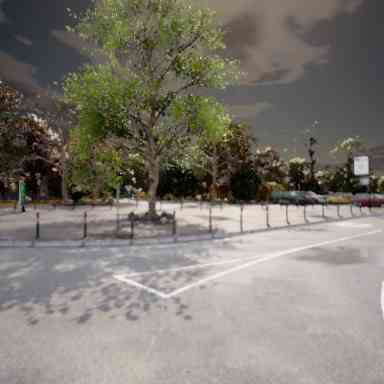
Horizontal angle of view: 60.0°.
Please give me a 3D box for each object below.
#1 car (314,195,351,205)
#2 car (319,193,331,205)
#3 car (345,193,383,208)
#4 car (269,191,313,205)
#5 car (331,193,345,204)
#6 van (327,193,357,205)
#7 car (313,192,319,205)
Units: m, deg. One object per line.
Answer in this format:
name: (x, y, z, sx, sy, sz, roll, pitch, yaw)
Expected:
car: (23.885, 1.303, 56.670, 1.946, 1.575, 5.366, 2, -1, -41)
car: (17.714, 0.888, 51.007, 2.435, 2.045, 5.566, 1, 0, -41)
car: (20.047, 0.957, 36.800, 2.185, 1.767, 4.553, 1, 0, -41)
car: (13.613, 0.819, 47.399, 2.435, 2.045, 5.566, 1, 0, -41)
car: (21.879, 1.243, 54.922, 1.946, 1.575, 5.366, 1, -1, -41)
van: (26.193, 1.150, 58.281, 1.878, 1.987, 4.442, 2, -1, -41)
car: (15.600, 1.104, 49.178, 2.231, 1.521, 4.892, 1, 0, -41)
